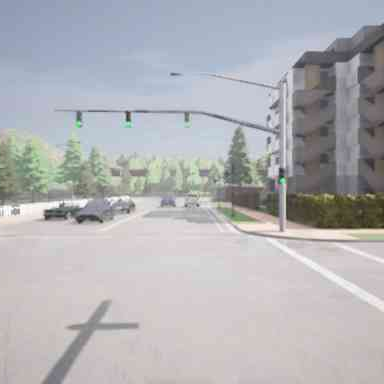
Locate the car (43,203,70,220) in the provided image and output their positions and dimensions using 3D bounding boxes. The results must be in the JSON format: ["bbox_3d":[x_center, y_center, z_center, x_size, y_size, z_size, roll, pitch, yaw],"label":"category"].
[{"bbox_3d":[-10.566,1.573,27.708,1.895,1.301,4.718,0,0,0],"label":"car"}]

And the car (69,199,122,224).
[{"bbox_3d":[-7.078,1.522,25.122,2.033,1.411,5.357,0,0,0],"label":"car"}]

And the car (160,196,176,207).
[{"bbox_3d":[-3.489,1.302,49.112,2.097,1.767,4.553,0,0,0],"label":"car"}]

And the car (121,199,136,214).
[{"bbox_3d":[-7.069,1.456,34.772,2.128,1.511,4.902,0,0,0],"label":"car"}]

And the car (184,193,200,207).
[{"bbox_3d":[0.011,1.171,49.168,2.150,2.045,5.566,0,0,0],"label":"car"}]
